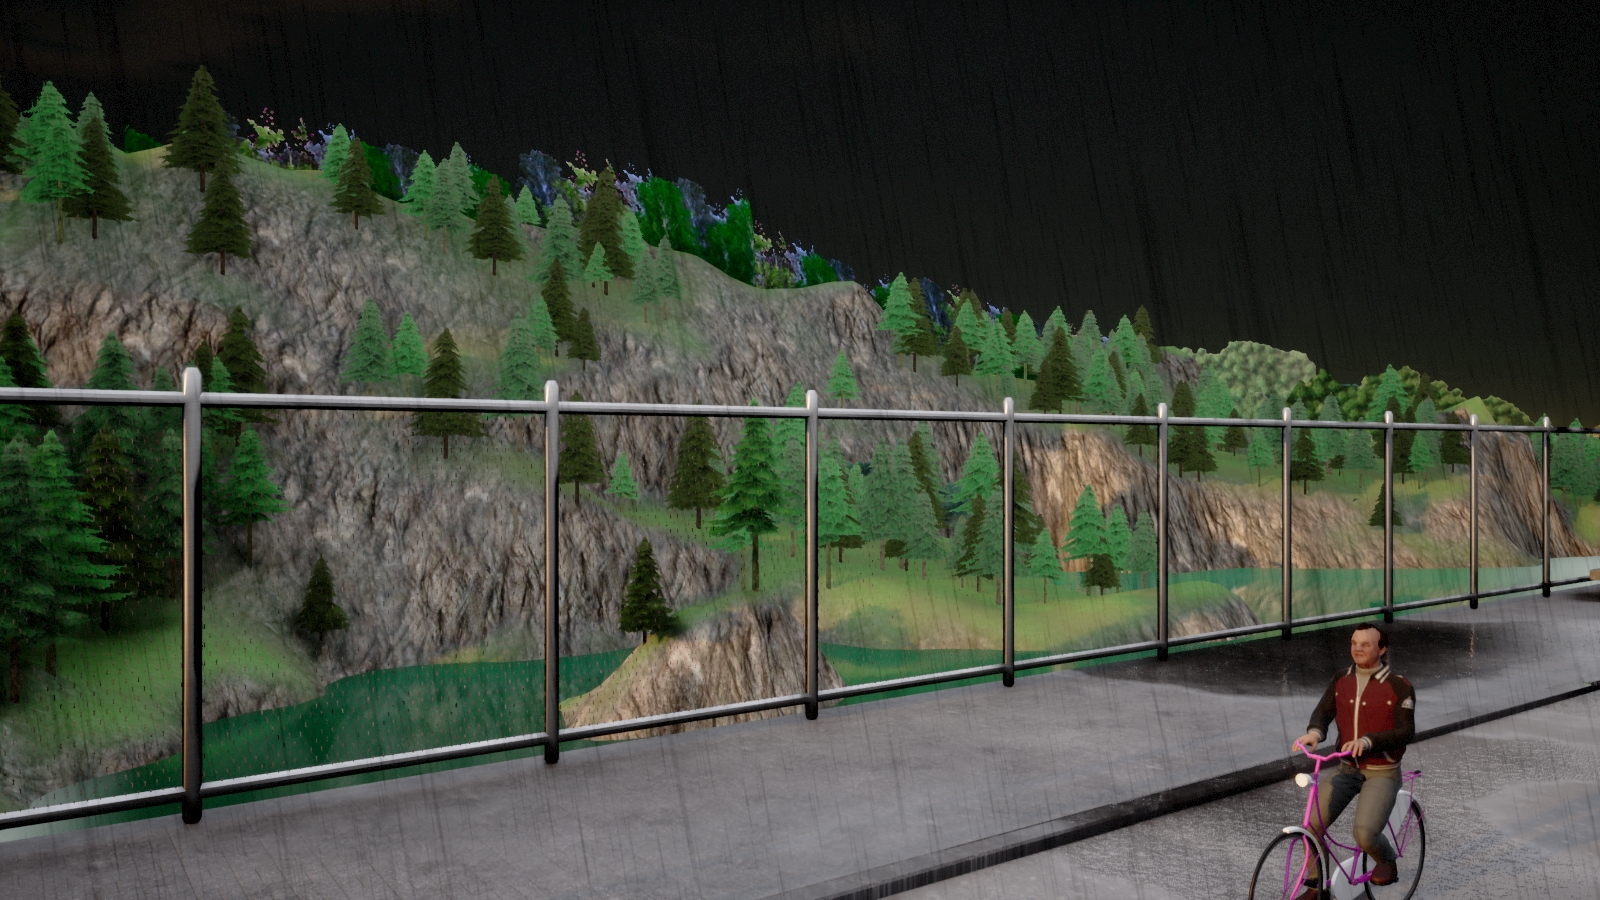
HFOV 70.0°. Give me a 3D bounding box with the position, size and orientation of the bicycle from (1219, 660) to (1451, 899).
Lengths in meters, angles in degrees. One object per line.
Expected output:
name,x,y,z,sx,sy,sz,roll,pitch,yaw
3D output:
bicycle,3.104,2.057,6.549,1.835,1.471,0.329,0,0,-35
